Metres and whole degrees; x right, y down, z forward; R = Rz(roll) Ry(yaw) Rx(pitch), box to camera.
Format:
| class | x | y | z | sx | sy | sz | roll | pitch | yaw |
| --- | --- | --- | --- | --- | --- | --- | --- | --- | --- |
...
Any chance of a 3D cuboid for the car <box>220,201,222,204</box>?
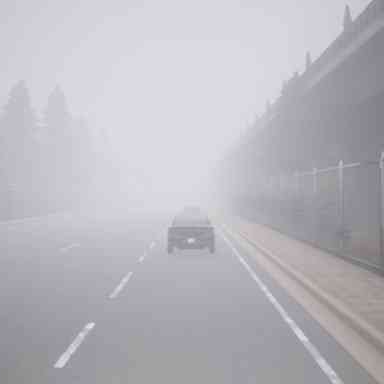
| class | x | y | z | sx | sy | sz | roll | pitch | yaw |
| --- | --- | --- | --- | --- | --- | --- | --- | --- | --- |
| car | 8.619 | 2.281 | 77.670 | 4.181 | 1.385 | 1.994 | 0 | -1 | -32 |

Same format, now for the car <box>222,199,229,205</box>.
| class | x | y | z | sx | sy | sz | roll | pitch | yaw |
| --- | --- | --- | --- | --- | --- | --- | --- | --- | --- |
| car | 9.806 | 2.292 | 74.318 | 4.718 | 1.301 | 1.895 | 0 | -1 | -32 |

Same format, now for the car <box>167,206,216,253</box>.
| class | x | y | z | sx | sy | sz | roll | pitch | yaw |
| --- | --- | --- | --- | --- | --- | --- | --- | --- | --- |
| car | -0.025 | 1.615 | 14.502 | 1.882 | 1.535 | 5.008 | 0 | 0 | 0 |
